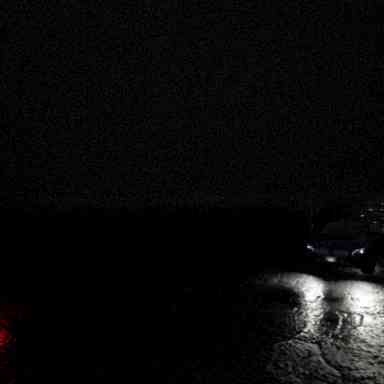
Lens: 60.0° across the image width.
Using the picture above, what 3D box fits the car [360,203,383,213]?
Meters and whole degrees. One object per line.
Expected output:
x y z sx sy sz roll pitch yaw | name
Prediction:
13.620 1.771 24.837 1.895 1.301 4.718 -1 -1 29 | car

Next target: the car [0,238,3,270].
-7.841 1.596 9.526 5.566 2.045 2.150 -1 -2 29 | car

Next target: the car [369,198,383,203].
28.536 1.687 51.356 2.097 1.767 4.553 -1 -1 29 | car

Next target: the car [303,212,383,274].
5.275 1.613 11.109 1.812 1.442 4.674 -1 -1 38 | car
